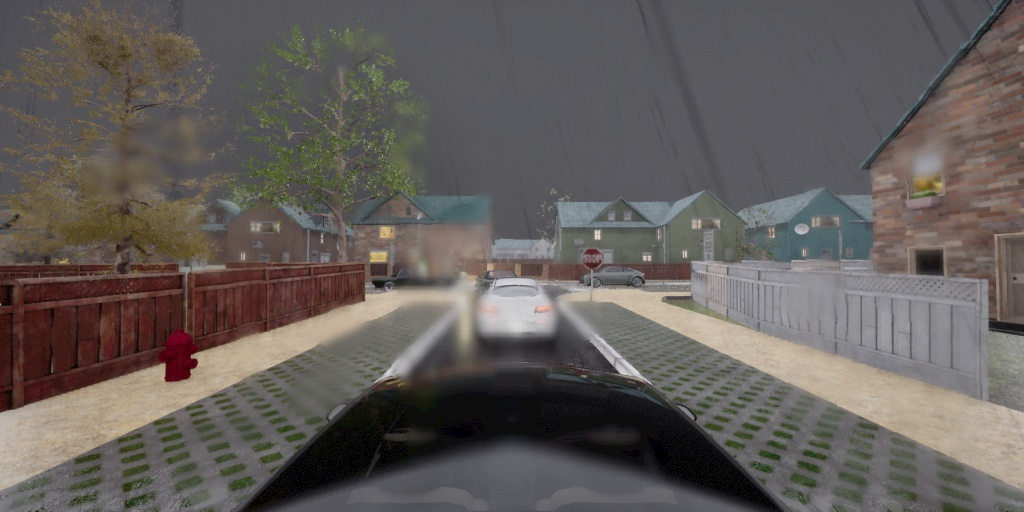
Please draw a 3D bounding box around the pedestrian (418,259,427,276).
[{"bbox_3d":[-6.685,1.118,26.758,0.375,1.860,0.375,0,-1,1],"label":"pedestrian"}]

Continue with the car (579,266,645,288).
[{"bbox_3d":[6.552,1.344,23.655,4.181,1.385,1.994,0,-1,1],"label":"car"}]

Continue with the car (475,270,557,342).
[{"bbox_3d":[0.108,1.279,9.665,1.812,1.442,4.674,0,0,0],"label":"car"}]

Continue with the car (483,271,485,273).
[{"bbox_3d":[-0.746,1.366,18.485,1.895,1.301,4.718,0,-1,-12],"label":"car"}]

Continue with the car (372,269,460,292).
[{"bbox_3d":[-5.470,1.416,20.872,4.718,1.301,1.895,-1,-1,1],"label":"car"}]
